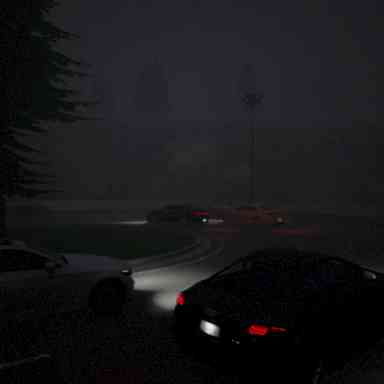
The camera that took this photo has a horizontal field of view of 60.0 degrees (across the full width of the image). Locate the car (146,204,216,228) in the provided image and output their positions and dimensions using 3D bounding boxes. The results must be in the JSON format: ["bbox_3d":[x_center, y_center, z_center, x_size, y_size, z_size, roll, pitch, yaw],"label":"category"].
[{"bbox_3d":[-1.075,1.576,23.181,4.892,1.490,1.837,0,-2,39],"label":"car"}]

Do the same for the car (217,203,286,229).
[{"bbox_3d":[4.162,1.572,22.966,1.882,1.535,5.008,1,-1,-32],"label":"car"}]

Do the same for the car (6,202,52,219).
[{"bbox_3d":[-14.678,1.592,29.567,4.181,1.385,1.994,0,0,-26],"label":"car"}]

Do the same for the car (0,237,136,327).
[{"bbox_3d":[-3.270,1.529,5.782,4.674,1.442,1.812,0,0,-37],"label":"car"}]

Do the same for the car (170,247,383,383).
[{"bbox_3d":[1.716,1.587,5.225,4.181,1.385,1.994,1,0,-41],"label":"car"}]
